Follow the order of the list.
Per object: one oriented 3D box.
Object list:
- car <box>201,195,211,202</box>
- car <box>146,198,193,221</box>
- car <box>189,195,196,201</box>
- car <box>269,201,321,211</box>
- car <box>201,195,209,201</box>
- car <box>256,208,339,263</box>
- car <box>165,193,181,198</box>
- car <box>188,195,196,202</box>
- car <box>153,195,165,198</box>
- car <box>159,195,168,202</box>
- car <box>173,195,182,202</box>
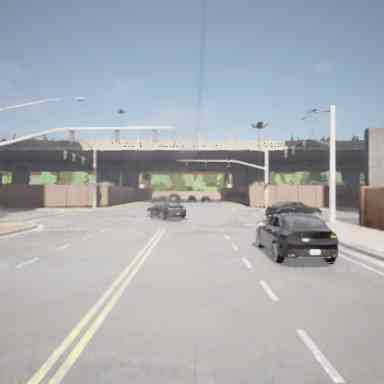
[{"bbox_3d":[3.513,1.580,80.199,1.812,1.442,4.674,0,0,0],"label":"car"},{"bbox_3d":[-2.237,1.488,27.547,2.128,1.511,4.902,0,0,-29],"label":"car"},{"bbox_3d":[0.014,1.566,90.186,1.837,1.490,4.892,0,0,0],"label":"car"},{"bbox_3d":[8.023,1.485,26.096,4.892,1.490,1.837,-1,-2,-29],"label":"car"},{"bbox_3d":[3.514,1.618,90.186,1.994,1.385,4.181,0,0,0],"label":"car"},{"bbox_3d":[3.566,1.512,11.989,1.837,1.490,4.892,0,-1,0],"label":"car"},{"bbox_3d":[-3.497,1.269,65.768,2.150,2.045,5.566,0,0,0],"label":"car"},{"bbox_3d":[0.013,1.555,79.824,1.837,1.490,4.892,0,0,0],"label":"car"},{"bbox_3d":[-6.994,1.594,65.805,2.033,1.411,5.357,0,0,0],"label":"car"},{"bbox_3d":[-6.987,1.555,81.342,1.837,1.490,4.892,0,0,0],"label":"car"},{"bbox_3d":[-3.487,1.555,81.339,1.837,1.490,4.892,0,0,0],"label":"car"}]
